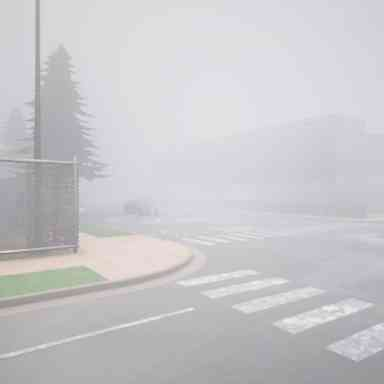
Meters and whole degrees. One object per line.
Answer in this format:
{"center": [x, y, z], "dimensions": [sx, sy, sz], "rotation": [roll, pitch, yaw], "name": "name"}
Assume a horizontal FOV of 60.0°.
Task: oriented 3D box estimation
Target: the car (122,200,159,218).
{"center": [-4.763, 1.501, 30.465], "dimensions": [2.128, 1.511, 4.902], "rotation": [0, 0, -35], "name": "car"}

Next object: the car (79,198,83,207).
{"center": [-17.473, 1.502, 49.265], "dimensions": [2.128, 1.511, 4.902], "rotation": [0, 0, -31], "name": "car"}
